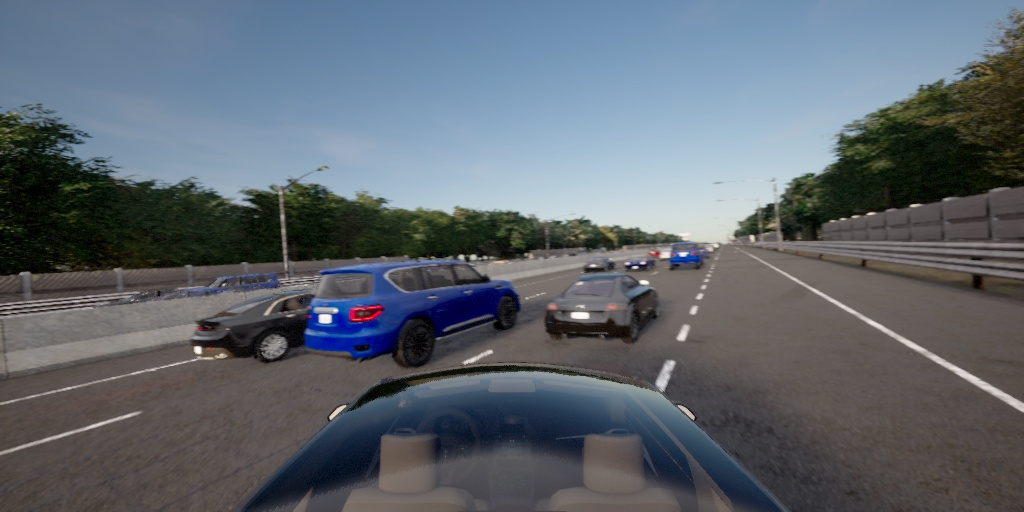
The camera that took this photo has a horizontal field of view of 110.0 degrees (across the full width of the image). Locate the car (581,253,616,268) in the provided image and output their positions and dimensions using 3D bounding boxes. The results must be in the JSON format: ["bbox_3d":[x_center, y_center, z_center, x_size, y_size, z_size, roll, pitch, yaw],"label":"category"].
[{"bbox_3d":[7.875,0.713,32.069,1.994,1.385,4.181,-4,0,31],"label":"car"}]

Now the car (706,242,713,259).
[{"bbox_3d":[23.035,-0.584,43.984,2.097,1.767,4.553,-4,0,31],"label":"car"}]

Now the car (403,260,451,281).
[{"bbox_3d":[-10.086,1.685,42.960,2.150,2.045,5.566,-4,0,31],"label":"car"}]

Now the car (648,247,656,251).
[{"bbox_3d":[23.148,-0.554,57.882,2.097,1.767,4.553,-4,0,31],"label":"car"}]

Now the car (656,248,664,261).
[{"bbox_3d":[20.076,-0.193,45.820,1.812,1.442,4.674,-4,0,31],"label":"car"}]

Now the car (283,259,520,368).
[{"bbox_3d":[-1.940,1.105,8.676,2.150,2.045,5.566,-4,0,31],"label":"car"}]

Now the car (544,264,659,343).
[{"bbox_3d":[2.430,1.127,9.160,1.994,1.385,4.181,-4,0,31],"label":"car"}]

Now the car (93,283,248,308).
[{"bbox_3d":[-16.734,2.512,18.122,2.033,1.411,5.357,-4,0,31],"label":"car"}]

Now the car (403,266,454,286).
[{"bbox_3d":[-7.653,1.810,33.431,1.812,1.442,4.674,-4,0,31],"label":"car"}]

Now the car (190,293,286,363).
[{"bbox_3d":[-5.403,1.645,9.649,1.837,1.490,4.892,-4,0,31],"label":"car"}]

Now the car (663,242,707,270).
[{"bbox_3d":[13.885,-0.070,28.550,2.150,2.045,5.566,-4,0,31],"label":"car"}]

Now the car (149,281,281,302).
[{"bbox_3d":[-13.216,2.254,17.206,2.033,1.411,5.357,-4,0,31],"label":"car"}]

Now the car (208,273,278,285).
[{"bbox_3d":[-17.929,2.271,22.984,2.150,2.045,5.566,-4,0,31],"label":"car"}]

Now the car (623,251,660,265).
[{"bbox_3d":[10.890,0.529,30.300,1.895,1.301,4.718,-4,0,31],"label":"car"}]
